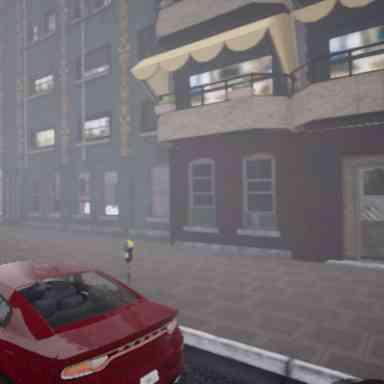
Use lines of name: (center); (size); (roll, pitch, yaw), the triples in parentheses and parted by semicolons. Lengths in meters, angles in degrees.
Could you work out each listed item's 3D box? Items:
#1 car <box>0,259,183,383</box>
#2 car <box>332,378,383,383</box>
car: (-2.200, 1.563, 4.301); (4.507, 1.381, 1.887); (0, -1, 36)
car: (2.331, 1.560, 1.069); (4.313, 1.339, 1.947); (0, -1, 36)
